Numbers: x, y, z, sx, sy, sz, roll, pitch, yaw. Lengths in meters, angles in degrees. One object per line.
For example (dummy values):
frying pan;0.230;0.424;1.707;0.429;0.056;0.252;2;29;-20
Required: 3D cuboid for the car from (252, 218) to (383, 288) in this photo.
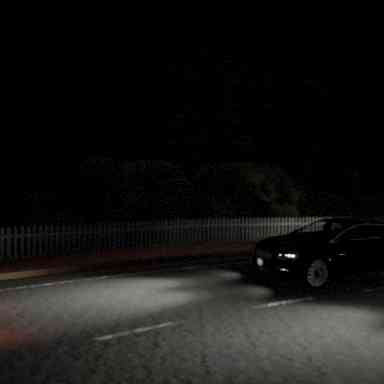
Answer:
car;4.014;1.483;9.019;4.902;1.511;2.128;0;0;-19
